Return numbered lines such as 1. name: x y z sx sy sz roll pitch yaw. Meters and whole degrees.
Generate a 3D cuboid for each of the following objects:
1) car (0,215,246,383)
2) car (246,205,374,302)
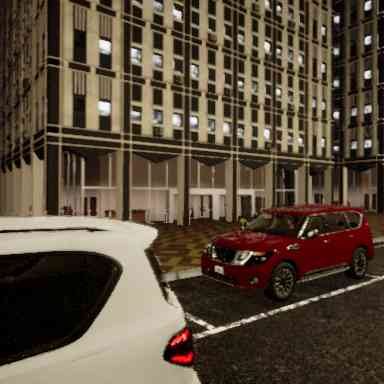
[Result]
1. car: -2.535 1.224 1.565 5.566 2.045 2.150 0 0 -36
2. car: 2.620 1.291 8.402 5.009 1.841 2.192 0 1 -35
